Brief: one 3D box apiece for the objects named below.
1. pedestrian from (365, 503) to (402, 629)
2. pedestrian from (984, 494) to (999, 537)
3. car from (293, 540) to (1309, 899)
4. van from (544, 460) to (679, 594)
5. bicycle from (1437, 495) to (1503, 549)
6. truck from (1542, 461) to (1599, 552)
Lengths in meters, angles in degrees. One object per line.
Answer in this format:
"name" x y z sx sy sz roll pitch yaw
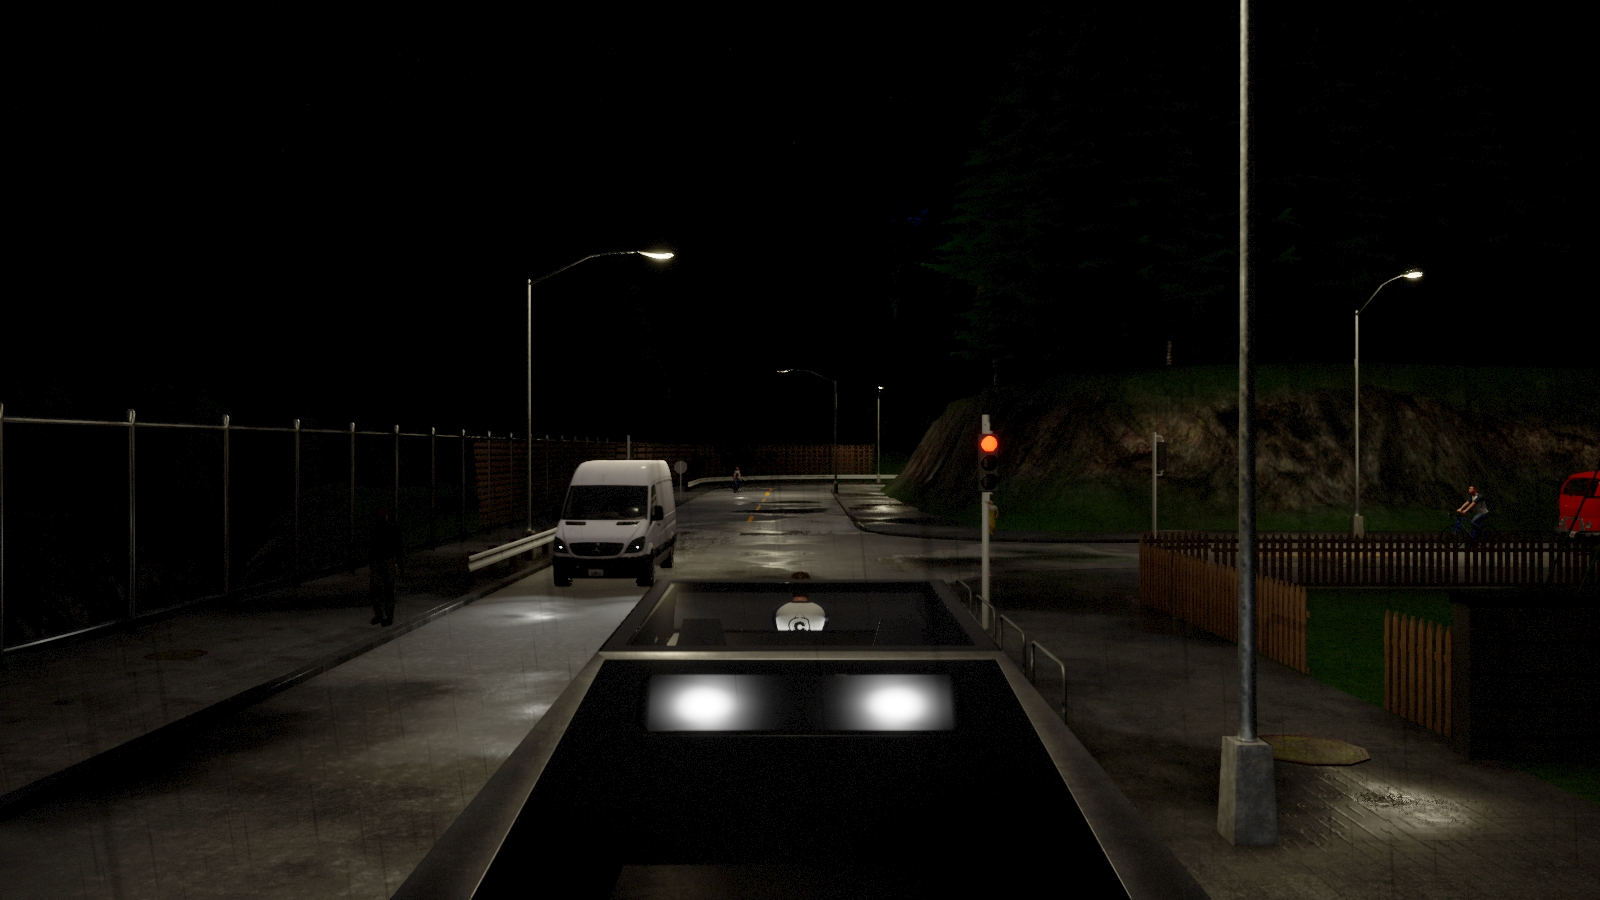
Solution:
"pedestrian" -6.287 1.738 17.249 0.375 1.860 0.375 0 0 14
"pedestrian" 5.884 2.002 35.118 0.375 1.300 0.375 0 0 -1
"car" 0.002 1.756 5.826 2.390 2.098 6.274 0 0 0
"van" -3.991 1.525 25.233 1.988 2.561 5.915 0 0 0
"bicycle" 18.925 2.043 32.290 1.643 1.496 0.373 0 0 0
"truck" 24.435 1.556 32.287 5.204 2.467 2.627 0 0 0
